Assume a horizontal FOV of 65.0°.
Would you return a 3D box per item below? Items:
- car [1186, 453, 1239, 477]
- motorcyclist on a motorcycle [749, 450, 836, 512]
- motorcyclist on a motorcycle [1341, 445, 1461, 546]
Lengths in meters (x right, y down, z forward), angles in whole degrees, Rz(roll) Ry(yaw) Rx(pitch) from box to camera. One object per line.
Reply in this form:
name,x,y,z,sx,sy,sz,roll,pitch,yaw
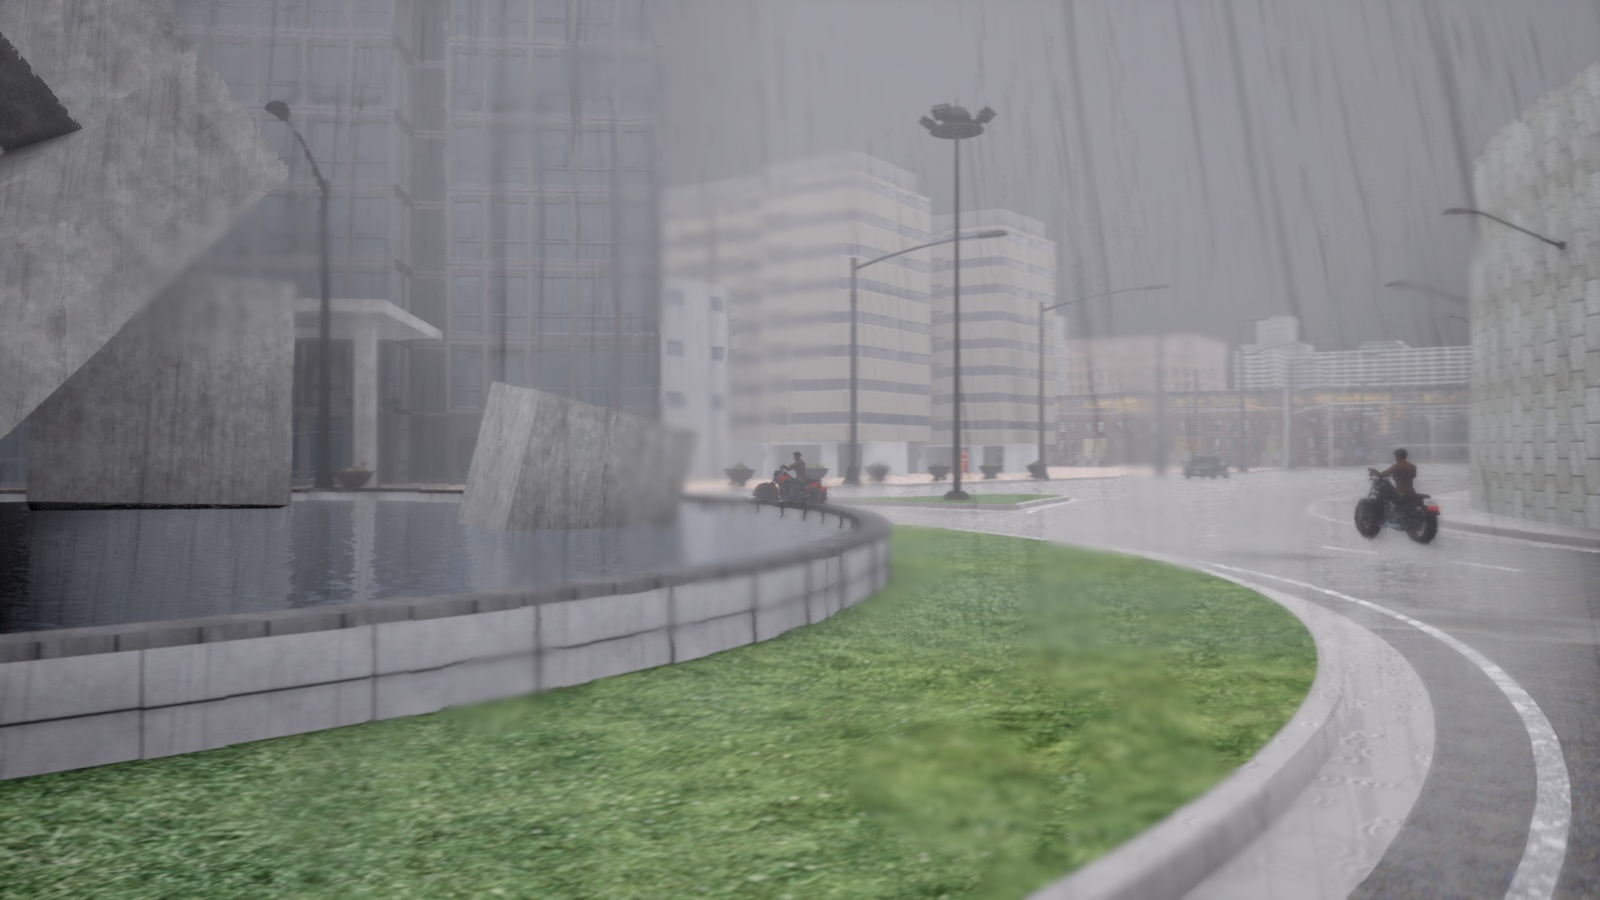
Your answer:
car,26.768,0.956,81.402,2.007,1.525,4.514,0,0,36
motorcyclist on a motorcycle,-0.211,0.850,34.867,2.350,1.649,0.766,-1,0,33
motorcyclist on a motorcycle,10.310,0.755,21.659,0.766,1.649,2.350,0,0,-5
